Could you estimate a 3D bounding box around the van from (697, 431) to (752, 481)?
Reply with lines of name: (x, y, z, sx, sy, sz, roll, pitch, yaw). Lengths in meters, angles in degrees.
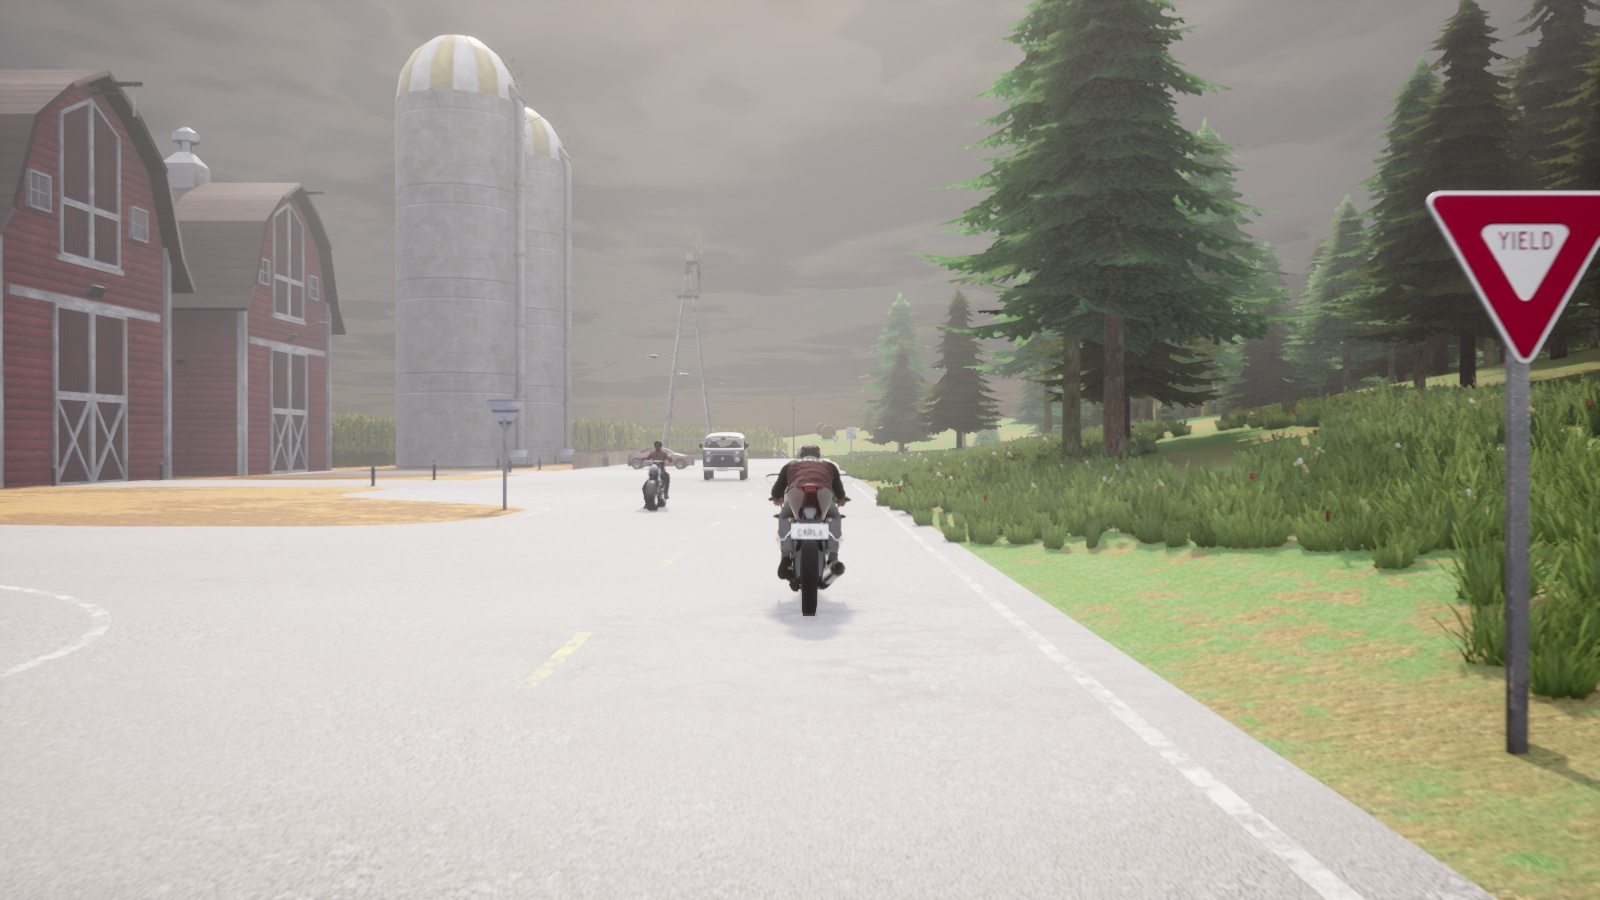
van: (-3.179, 0.249, 53.774, 2.069, 2.038, 4.480, 0, 0, 0)

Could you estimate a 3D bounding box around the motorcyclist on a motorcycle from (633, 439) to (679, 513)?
motorcyclist on a motorcycle: (-3.322, 0.576, 29.115, 0.766, 1.649, 2.350, 0, 0, 0)

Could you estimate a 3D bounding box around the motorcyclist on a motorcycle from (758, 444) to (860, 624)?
motorcyclist on a motorcycle: (0.084, 0.716, 11.831, 0.866, 1.530, 2.191, 0, 0, 0)
